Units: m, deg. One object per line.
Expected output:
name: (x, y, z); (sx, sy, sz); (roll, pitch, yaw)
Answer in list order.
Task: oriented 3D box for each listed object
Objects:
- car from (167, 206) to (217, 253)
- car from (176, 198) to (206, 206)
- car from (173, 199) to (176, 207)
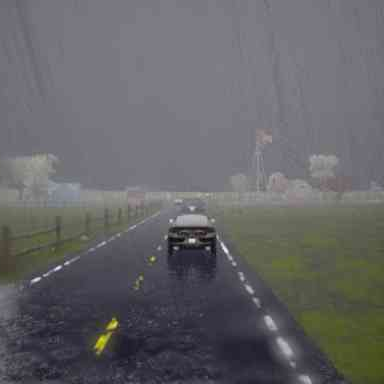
car: (0.011, 1.614, 14.471); (1.882, 1.535, 5.008); (0, 0, 0)
car: (0.009, 1.492, 29.031); (2.150, 2.045, 5.566); (0, 0, 0)
car: (-2.742, 2.136, 67.382); (1.882, 1.535, 5.008); (0, -1, 0)
